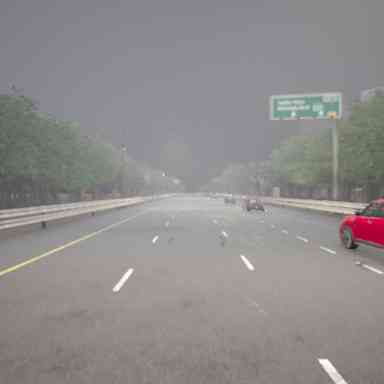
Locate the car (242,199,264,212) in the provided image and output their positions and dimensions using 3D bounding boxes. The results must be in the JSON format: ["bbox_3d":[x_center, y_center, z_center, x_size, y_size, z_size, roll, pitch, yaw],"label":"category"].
[{"bbox_3d":[7.042,1.514,38.414,1.812,1.442,4.674,0,0,0],"label":"car"}]

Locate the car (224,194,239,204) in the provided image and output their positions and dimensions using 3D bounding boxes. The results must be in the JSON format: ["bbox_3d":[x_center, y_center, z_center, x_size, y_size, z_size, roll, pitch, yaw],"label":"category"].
[{"bbox_3d":[7.080,1.459,63.143,2.128,1.511,4.902,0,0,0],"label":"car"}]

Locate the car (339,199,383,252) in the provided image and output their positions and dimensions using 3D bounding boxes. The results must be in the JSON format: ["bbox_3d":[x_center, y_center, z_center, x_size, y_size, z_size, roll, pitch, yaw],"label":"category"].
[{"bbox_3d":[7.003,1.220,11.053,2.150,2.045,5.566,0,0,0],"label":"car"}]
